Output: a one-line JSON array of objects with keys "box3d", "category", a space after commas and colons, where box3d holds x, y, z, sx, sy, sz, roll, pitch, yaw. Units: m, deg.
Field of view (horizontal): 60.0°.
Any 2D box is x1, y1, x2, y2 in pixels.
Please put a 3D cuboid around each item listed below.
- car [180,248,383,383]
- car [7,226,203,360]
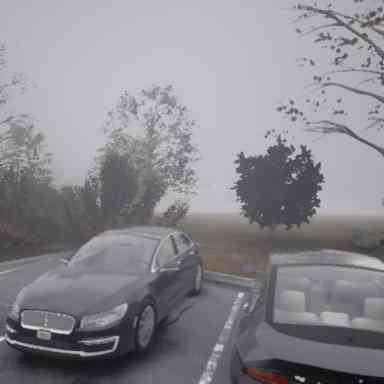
[{"box3d": [1.662, 1.479, 4.309, 2.231, 1.521, 4.892, 0, 0, 15], "category": "car"}, {"box3d": [-1.095, 1.452, 6.290, 2.231, 1.521, 4.892, 1, 0, 16], "category": "car"}]
